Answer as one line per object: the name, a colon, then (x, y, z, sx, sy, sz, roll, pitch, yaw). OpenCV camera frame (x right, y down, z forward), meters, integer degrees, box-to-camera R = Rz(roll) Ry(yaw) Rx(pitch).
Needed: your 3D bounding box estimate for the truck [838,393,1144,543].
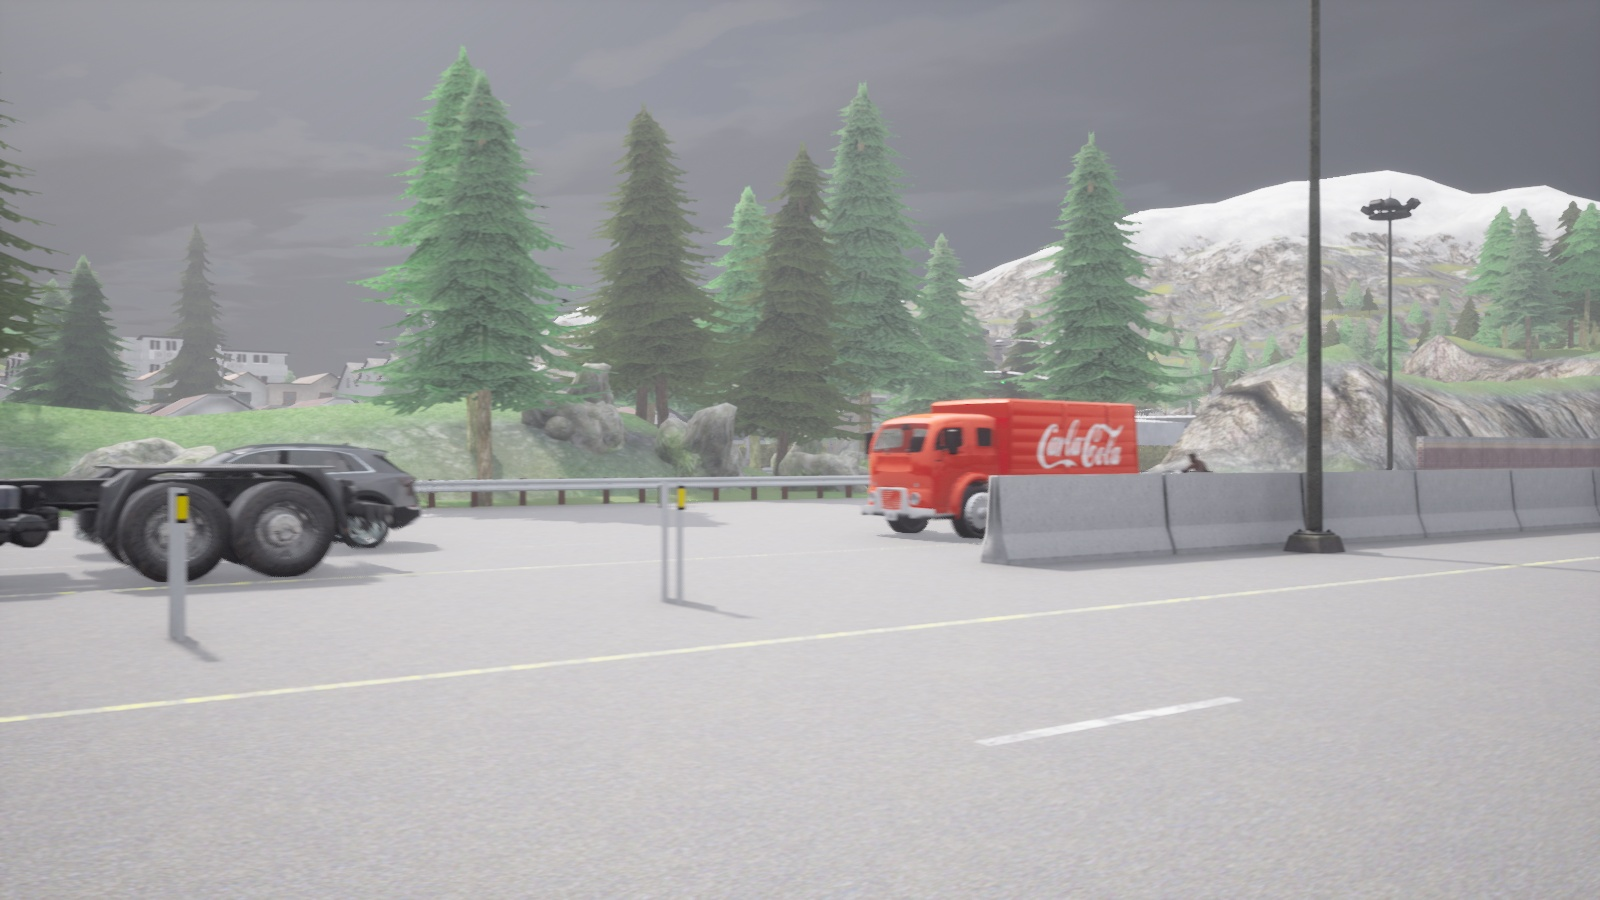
truck: (3.585, 0.297, 23.214, 5.204, 2.467, 2.627, 0, 0, -35)

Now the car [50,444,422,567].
car: (-8.486, 0.737, 19.074, 4.856, 1.649, 2.033, 0, 0, -35)

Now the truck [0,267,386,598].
truck: (-9.165, -0.183, 14.340, 7.936, 3.462, 2.891, 0, 0, -35)
